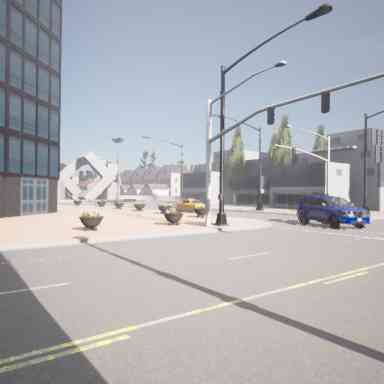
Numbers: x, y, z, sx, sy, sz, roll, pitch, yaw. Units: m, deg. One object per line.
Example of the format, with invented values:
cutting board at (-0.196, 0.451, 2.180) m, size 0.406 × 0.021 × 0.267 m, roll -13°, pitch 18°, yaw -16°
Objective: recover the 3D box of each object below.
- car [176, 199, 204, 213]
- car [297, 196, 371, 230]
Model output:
car at (0.111, 1.565, 37.876) m, size 1.882 × 1.535 × 5.008 m, roll 1°, pitch 0°, yaw -35°
car at (9.309, 1.318, 22.441) m, size 2.150 × 2.045 × 5.566 m, roll 1°, pitch -1°, yaw -14°
